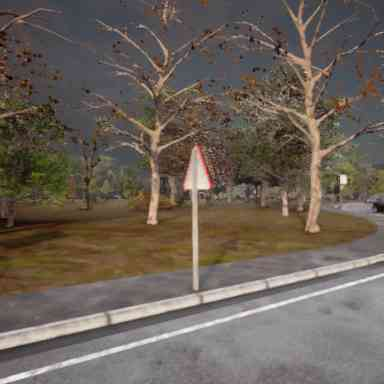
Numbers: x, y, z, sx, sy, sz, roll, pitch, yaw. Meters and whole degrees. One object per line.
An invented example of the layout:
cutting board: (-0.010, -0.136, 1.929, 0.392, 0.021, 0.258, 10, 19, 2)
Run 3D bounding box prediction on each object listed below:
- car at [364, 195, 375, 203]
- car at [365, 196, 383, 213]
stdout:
car: (29.718, 1.260, 53.462, 4.902, 1.511, 2.128, -1, 0, -32)
car: (20.177, 1.507, 33.655, 2.128, 1.511, 4.902, -1, 0, -1)
